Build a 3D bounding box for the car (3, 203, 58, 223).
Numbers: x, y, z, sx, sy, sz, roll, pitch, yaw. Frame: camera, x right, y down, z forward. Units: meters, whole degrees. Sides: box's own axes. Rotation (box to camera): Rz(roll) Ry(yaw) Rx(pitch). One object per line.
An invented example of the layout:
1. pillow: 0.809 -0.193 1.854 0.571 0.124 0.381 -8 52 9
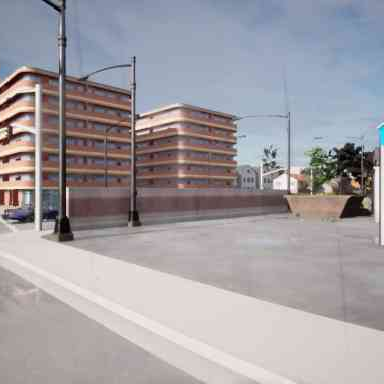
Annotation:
1. car: -11.218 1.548 25.249 5.357 1.411 2.033 0 0 -45
